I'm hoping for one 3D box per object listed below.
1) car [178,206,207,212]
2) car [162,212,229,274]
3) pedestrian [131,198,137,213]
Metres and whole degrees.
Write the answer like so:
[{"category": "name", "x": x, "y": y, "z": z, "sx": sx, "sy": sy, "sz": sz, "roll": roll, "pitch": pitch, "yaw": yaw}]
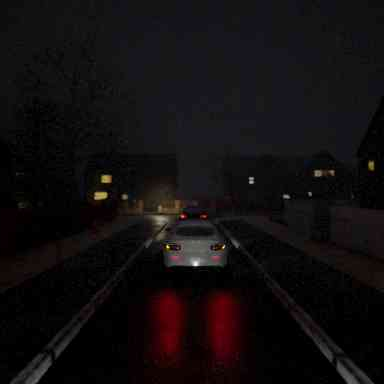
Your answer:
[{"category": "car", "x": 0.065, "y": 1.625, "z": 22.167, "sx": 1.812, "sy": 1.442, "sz": 4.674, "roll": 0, "pitch": 0, "yaw": -1}, {"category": "car", "x": 0.097, "y": 1.575, "z": 10.584, "sx": 1.812, "sy": 1.442, "sz": 4.674, "roll": 0, "pitch": -1, "yaw": 0}, {"category": "pedestrian", "x": -6.732, "y": 1.529, "z": 38.620, "sx": 0.375, "sy": 1.860, "sz": 0.375, "roll": 0, "pitch": -1, "yaw": 1}]
